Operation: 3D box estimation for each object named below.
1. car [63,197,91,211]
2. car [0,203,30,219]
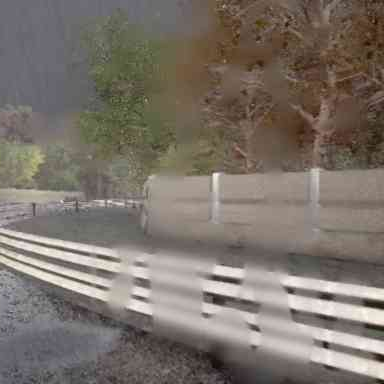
[{"bbox_3d":[-16.749,1.695,48.860,2.150,2.045,5.566,1,0,8],"label":"car"},{"bbox_3d":[-17.804,1.788,32.380,2.033,1.411,5.357,1,-1,-1],"label":"car"}]
